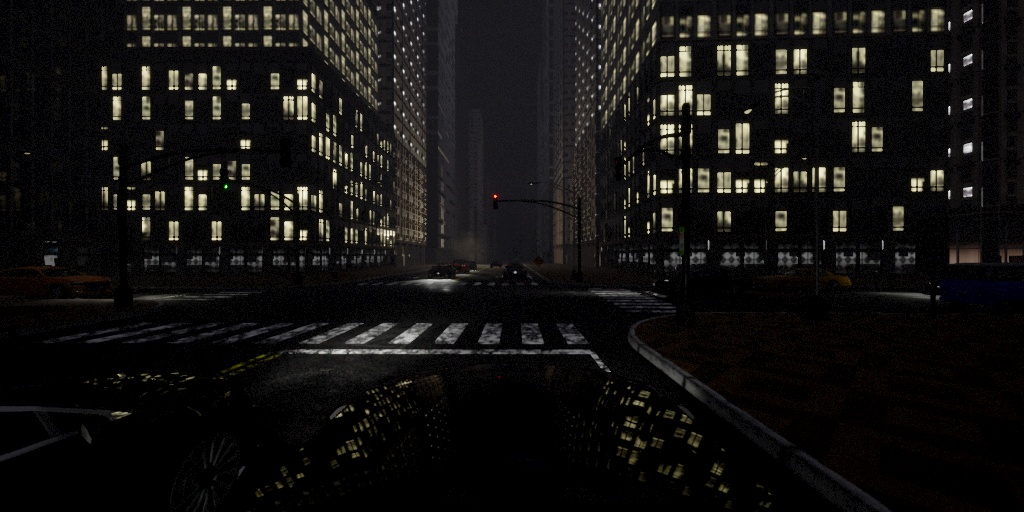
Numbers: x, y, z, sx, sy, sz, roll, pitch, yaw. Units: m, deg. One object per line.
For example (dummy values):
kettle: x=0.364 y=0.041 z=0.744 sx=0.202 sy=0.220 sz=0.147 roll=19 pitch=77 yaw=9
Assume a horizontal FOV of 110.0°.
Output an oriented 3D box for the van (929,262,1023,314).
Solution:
van: x=18.412 y=1.121 z=13.139 sx=3.998 sy=1.789 sz=1.690 roll=0 pitch=0 yaw=2

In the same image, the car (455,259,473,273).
car: x=-6.395 y=1.159 z=43.384 sx=2.097 sy=1.767 sz=4.553 roll=0 pitch=0 yaw=0

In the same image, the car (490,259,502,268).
car: x=-2.844 y=1.376 z=63.816 sx=1.837 sy=1.490 sz=4.892 roll=0 pitch=0 yaw=0

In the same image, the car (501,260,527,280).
car: x=0.278 y=1.347 z=32.246 sx=1.994 sy=1.385 sz=4.181 roll=0 pitch=0 yaw=0

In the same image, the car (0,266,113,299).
car: x=-22.309 y=1.239 z=17.221 sx=5.008 sy=1.535 sz=1.882 roll=0 pitch=0 yaw=0

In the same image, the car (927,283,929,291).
car: x=24.481 y=1.278 z=18.414 sx=4.892 sy=1.490 sz=1.837 roll=-2 pitch=0 yaw=3

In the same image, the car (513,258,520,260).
car: x=0.396 y=1.464 z=61.709 sx=1.895 sy=1.301 sz=4.718 roll=0 pitch=0 yaw=0

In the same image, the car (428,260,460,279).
car: x=-6.444 y=1.349 z=33.387 sx=1.994 sy=1.385 sz=4.181 roll=0 pitch=0 yaw=0

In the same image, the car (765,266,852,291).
car: x=17.182 y=1.297 z=21.317 sx=4.829 sy=1.417 sz=1.751 roll=0 pitch=0 yaw=2

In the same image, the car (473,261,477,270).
car: x=-6.339 y=1.384 z=53.880 sx=2.033 sy=1.411 sz=5.357 roll=0 pitch=0 yaw=0

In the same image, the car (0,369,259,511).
car: x=-3.155 y=1.241 z=1.187 sx=2.128 sy=1.511 sz=4.902 roll=0 pitch=0 yaw=0

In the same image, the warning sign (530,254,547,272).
warning sign: x=3.044 y=0.917 z=41.374 sx=1.300 sy=1.860 sz=1.060 roll=0 pitch=0 yaw=0

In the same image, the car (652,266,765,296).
car: x=10.102 y=1.260 z=19.107 sx=4.902 sy=1.511 sz=2.128 roll=0 pitch=0 yaw=5
